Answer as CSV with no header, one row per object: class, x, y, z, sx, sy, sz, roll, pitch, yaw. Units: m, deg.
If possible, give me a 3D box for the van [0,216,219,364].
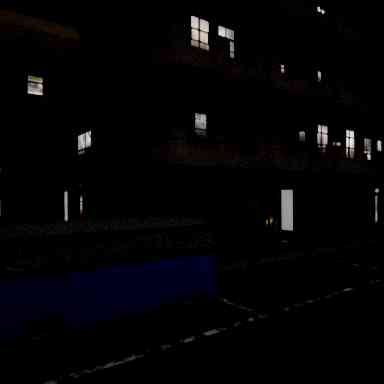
van,-1.431,1.341,5.550,3.998,1.788,1.690,0,0,-35
